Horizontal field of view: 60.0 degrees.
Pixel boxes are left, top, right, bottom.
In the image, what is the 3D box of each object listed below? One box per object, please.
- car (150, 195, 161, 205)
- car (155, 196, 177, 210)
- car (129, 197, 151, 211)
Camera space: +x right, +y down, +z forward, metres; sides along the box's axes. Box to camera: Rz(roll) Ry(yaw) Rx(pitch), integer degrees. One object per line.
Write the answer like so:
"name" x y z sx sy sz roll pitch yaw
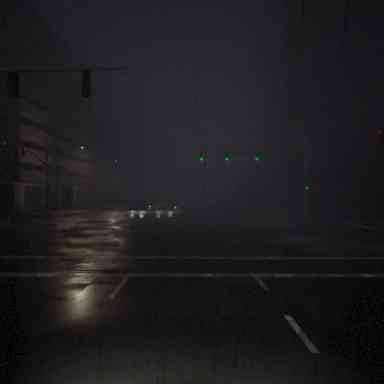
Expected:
"car" -7.004 1.556 63.870 2.150 2.045 5.566 0 0 0
"car" -3.578 1.719 46.206 1.882 1.535 5.008 0 0 0
"car" -7.085 1.796 44.557 1.994 1.385 4.181 0 0 0
